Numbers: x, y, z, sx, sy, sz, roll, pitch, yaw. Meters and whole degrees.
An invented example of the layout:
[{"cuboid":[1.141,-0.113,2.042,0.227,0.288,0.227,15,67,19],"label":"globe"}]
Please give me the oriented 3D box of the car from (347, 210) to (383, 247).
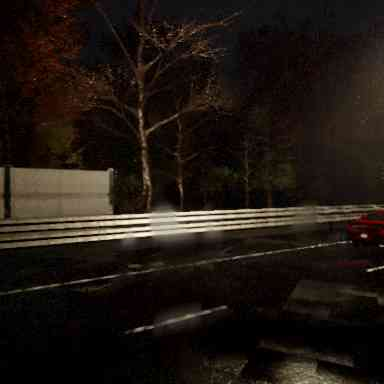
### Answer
[{"cuboid":[8.406,1.461,13.563,5.008,1.535,1.882,0,0,-33],"label":"car"}]
